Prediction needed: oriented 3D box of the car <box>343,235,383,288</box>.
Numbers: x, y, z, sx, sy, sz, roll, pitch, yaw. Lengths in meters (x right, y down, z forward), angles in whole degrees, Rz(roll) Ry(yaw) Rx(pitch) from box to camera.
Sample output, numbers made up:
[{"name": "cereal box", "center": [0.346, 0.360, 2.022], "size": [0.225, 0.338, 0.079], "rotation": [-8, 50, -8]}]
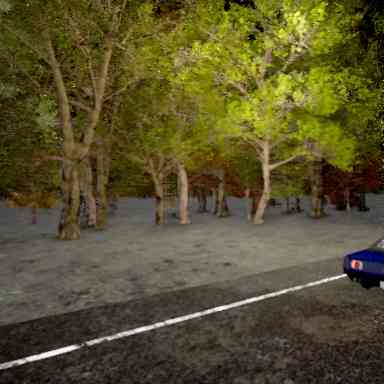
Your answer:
[{"name": "car", "center": [5.733, 1.598, 7.957], "size": [4.718, 1.301, 1.895], "rotation": [0, 0, -35]}]
